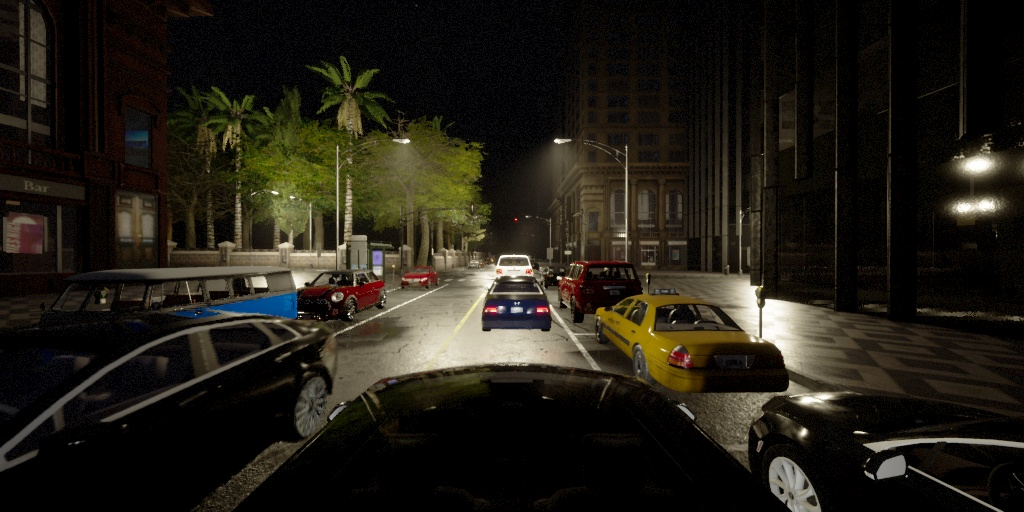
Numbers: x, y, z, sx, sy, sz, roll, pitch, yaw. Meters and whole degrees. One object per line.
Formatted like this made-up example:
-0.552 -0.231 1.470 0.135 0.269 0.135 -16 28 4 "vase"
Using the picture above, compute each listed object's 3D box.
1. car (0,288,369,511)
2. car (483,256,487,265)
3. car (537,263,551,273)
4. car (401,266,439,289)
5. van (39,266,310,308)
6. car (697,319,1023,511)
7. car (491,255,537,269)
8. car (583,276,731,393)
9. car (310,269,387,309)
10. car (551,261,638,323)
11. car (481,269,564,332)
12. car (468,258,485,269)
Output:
-3.098 1.241 2.540 2.128 1.511 4.902 0 0 0 "car"
-5.737 1.160 60.168 1.967 1.591 4.097 0 0 0 "car"
2.772 1.311 22.867 1.948 1.339 4.313 0 0 0 "car"
-5.754 1.327 22.888 1.802 1.307 4.207 0 0 0 "car"
-5.761 1.090 6.609 1.690 1.789 3.998 0 0 0 "van"
2.762 1.300 1.165 2.007 1.370 4.403 0 0 0 "car"
0.109 0.968 21.408 2.150 2.045 5.566 0 0 0 "car"
2.764 1.275 6.761 1.751 1.417 4.829 0 0 0 "car"
-5.759 1.188 12.036 1.967 1.591 4.097 0 0 0 "car"
2.767 1.063 12.016 2.192 1.841 5.009 0 0 0 "car"
0.106 1.296 10.837 2.033 1.411 5.357 0 0 0 "car"
-5.739 1.275 54.748 2.007 1.370 4.403 0 0 0 "car"
